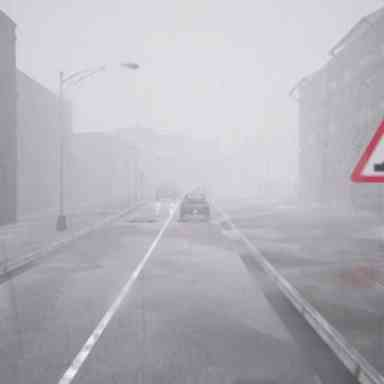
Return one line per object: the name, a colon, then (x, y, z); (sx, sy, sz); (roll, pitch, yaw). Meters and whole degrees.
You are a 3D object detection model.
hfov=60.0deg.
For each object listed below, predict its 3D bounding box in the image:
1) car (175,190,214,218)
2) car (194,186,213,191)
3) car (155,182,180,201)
car: (0.184, 0.852, 22.224); (2.128, 1.511, 4.902); (0, 2, 0)
car: (1.486, -0.067, 42.132); (2.128, 1.511, 4.902); (0, 2, 15)
car: (-2.690, -0.144, 37.872); (2.150, 2.045, 5.566); (0, 2, 7)
